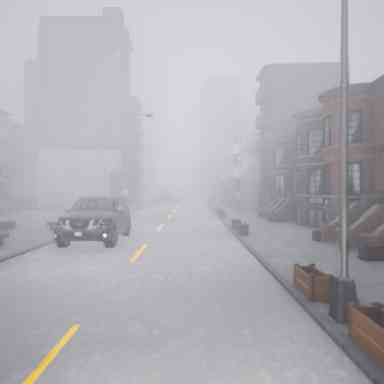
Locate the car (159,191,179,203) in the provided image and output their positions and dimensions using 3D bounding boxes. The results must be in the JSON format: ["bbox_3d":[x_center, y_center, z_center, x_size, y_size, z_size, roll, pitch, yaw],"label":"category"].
[{"bbox_3d":[-4.349,0.943,61.898,2.150,2.045,5.566,2,0,-24],"label":"car"}]

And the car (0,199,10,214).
[{"bbox_3d":[-19.333,1.226,29.703,4.611,1.667,2.242,0,0,10],"label":"car"}]

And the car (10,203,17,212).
[{"bbox_3d":[-19.478,1.282,32.655,4.193,1.474,1.816,0,0,10],"label":"car"}]

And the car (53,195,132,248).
[{"bbox_3d":[-4.108,1.162,14.751,2.150,2.045,5.566,0,0,0],"label":"car"}]
